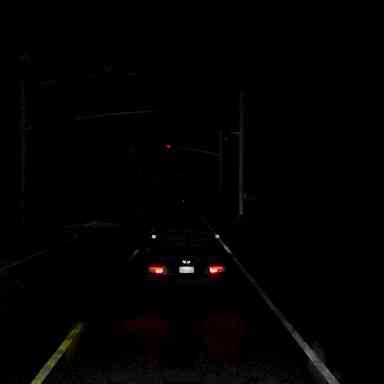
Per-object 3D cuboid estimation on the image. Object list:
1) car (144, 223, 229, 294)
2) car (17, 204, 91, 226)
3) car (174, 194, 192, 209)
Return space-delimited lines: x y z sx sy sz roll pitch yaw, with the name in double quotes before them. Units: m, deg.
"car" -0.167 1.547 8.918 2.033 1.411 5.357 0 0 -1
"car" -9.249 1.512 22.472 4.674 1.442 1.812 0 0 -5
"car" -1.198 1.221 44.245 2.150 2.045 5.566 0 0 -2
